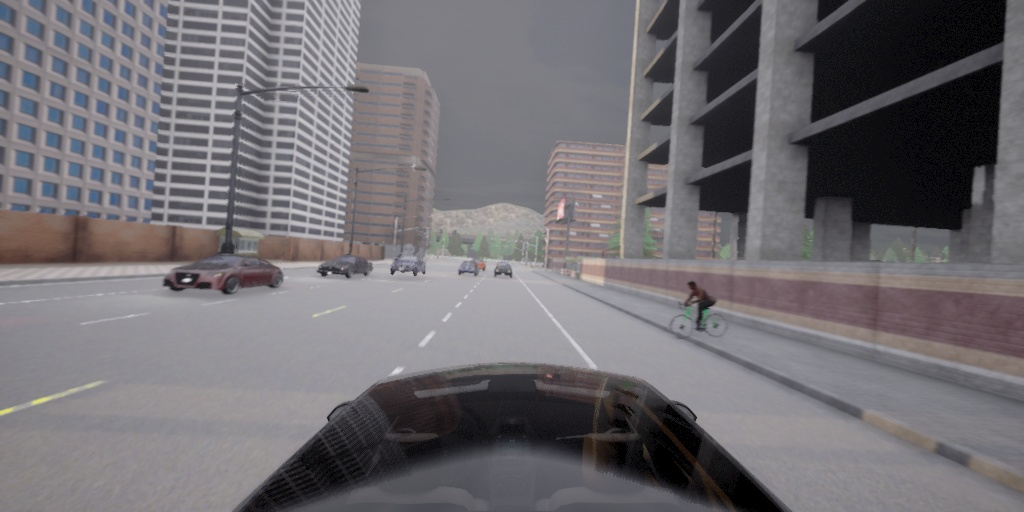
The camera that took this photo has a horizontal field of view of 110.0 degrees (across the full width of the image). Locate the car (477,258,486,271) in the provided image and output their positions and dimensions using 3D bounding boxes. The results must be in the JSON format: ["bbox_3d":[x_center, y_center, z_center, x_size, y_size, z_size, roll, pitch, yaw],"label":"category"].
[{"bbox_3d":[-4.751,1.110,50.405,2.097,1.767,4.553,4,-1,-2],"label":"car"}]

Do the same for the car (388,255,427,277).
[{"bbox_3d":[-7.658,0.626,26.950,1.812,1.442,4.674,4,0,-2],"label":"car"}]

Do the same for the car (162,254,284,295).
[{"bbox_3d":[-10.896,0.626,13.959,1.994,1.385,4.181,4,0,-2],"label":"car"}]

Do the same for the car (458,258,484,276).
[{"bbox_3d":[-4.372,1.236,36.743,2.033,1.411,5.357,4,0,-1],"label":"car"}]

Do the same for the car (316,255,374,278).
[{"bbox_3d":[-11.195,0.664,24.590,2.033,1.411,5.357,4,0,-1],"label":"car"}]

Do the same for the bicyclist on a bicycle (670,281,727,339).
[{"bbox_3d":[5.235,1.513,10.081,1.656,1.620,0.582,-2,0,-2],"label":"bicyclist on a bicycle"}]

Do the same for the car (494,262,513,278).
[{"bbox_3d":[-0.920,1.544,38.047,1.895,1.301,4.718,4,0,-2],"label":"car"}]
